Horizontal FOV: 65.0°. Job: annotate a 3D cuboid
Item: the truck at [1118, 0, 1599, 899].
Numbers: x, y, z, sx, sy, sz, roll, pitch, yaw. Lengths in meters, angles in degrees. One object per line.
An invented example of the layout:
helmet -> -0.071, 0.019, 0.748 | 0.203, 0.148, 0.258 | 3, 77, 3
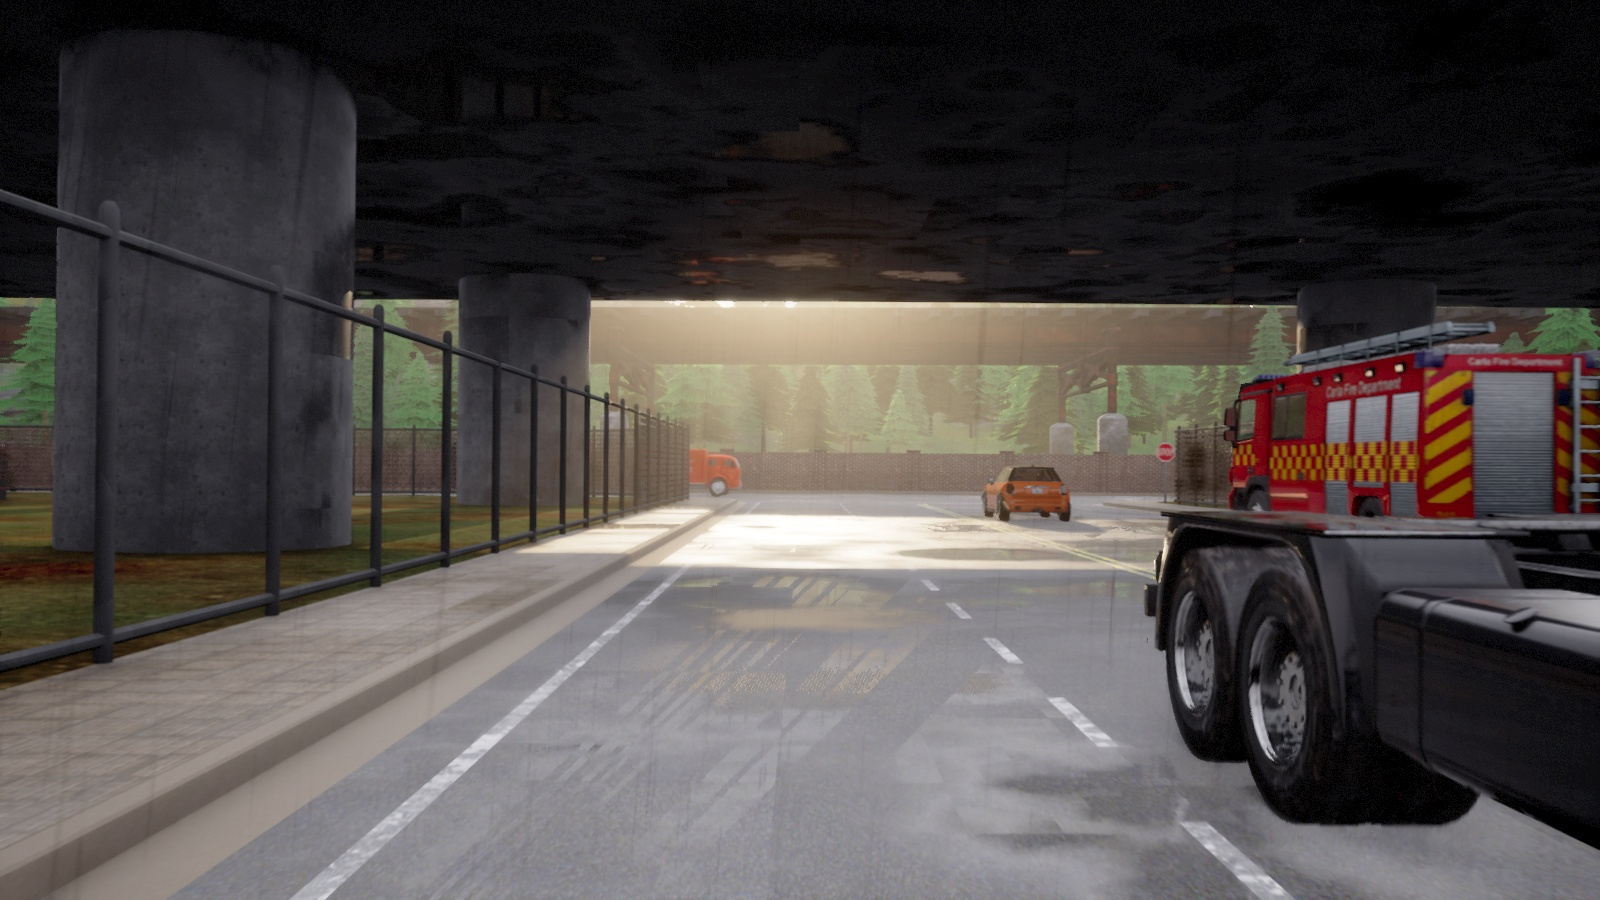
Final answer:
truck -> 3.501, -0.115, 4.090 | 2.891, 3.462, 7.936 | 0, -1, 0

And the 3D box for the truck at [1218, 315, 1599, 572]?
truck -> 10.507, -0.042, 22.964 | 2.891, 3.827, 8.468 | 0, -1, 0

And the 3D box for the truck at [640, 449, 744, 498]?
truck -> -5.569, 1.226, 65.294 | 5.204, 2.467, 2.627 | 0, -1, 0

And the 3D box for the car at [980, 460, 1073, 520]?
car -> 6.994, 1.208, 39.275 | 2.097, 1.767, 4.553 | 0, -1, 0
